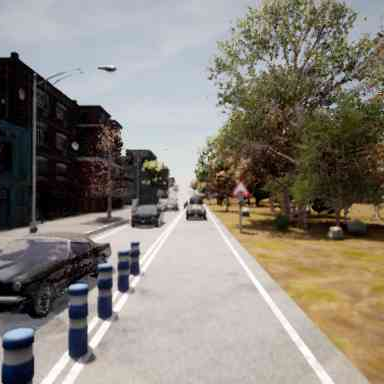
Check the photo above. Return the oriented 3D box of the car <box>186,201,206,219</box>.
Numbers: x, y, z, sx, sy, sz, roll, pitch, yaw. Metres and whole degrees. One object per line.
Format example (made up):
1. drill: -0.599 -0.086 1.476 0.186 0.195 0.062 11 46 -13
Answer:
1. car: 0.397 1.850 32.067 1.895 1.301 4.718 0 0 1

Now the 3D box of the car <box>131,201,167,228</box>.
1. car: -3.163 1.672 24.207 1.882 1.535 5.008 0 0 1

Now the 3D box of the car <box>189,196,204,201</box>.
1. car: 0.662 1.573 52.678 2.150 2.045 5.566 0 0 1

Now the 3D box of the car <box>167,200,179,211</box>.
1. car: -2.778 1.826 45.560 2.128 1.511 4.902 0 0 1

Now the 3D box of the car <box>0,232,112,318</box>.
1. car: -3.474 1.673 7.744 1.895 1.301 4.718 0 0 4
